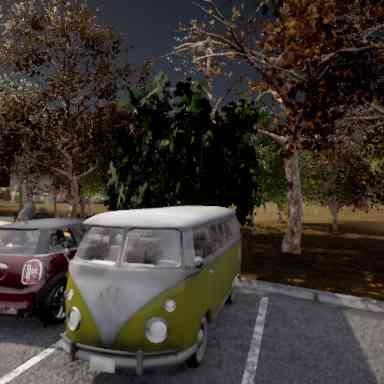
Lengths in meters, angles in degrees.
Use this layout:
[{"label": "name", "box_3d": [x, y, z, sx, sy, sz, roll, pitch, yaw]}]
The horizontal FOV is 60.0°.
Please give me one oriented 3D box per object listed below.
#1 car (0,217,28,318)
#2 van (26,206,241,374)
[{"label": "car", "box_3d": [-2.689, 1.356, 7.445, 2.185, 1.767, 4.553, 0, -1, 17]}, {"label": "van", "box_3d": [-0.315, 1.254, 5.622, 1.878, 1.987, 4.442, 0, -1, 16]}]
